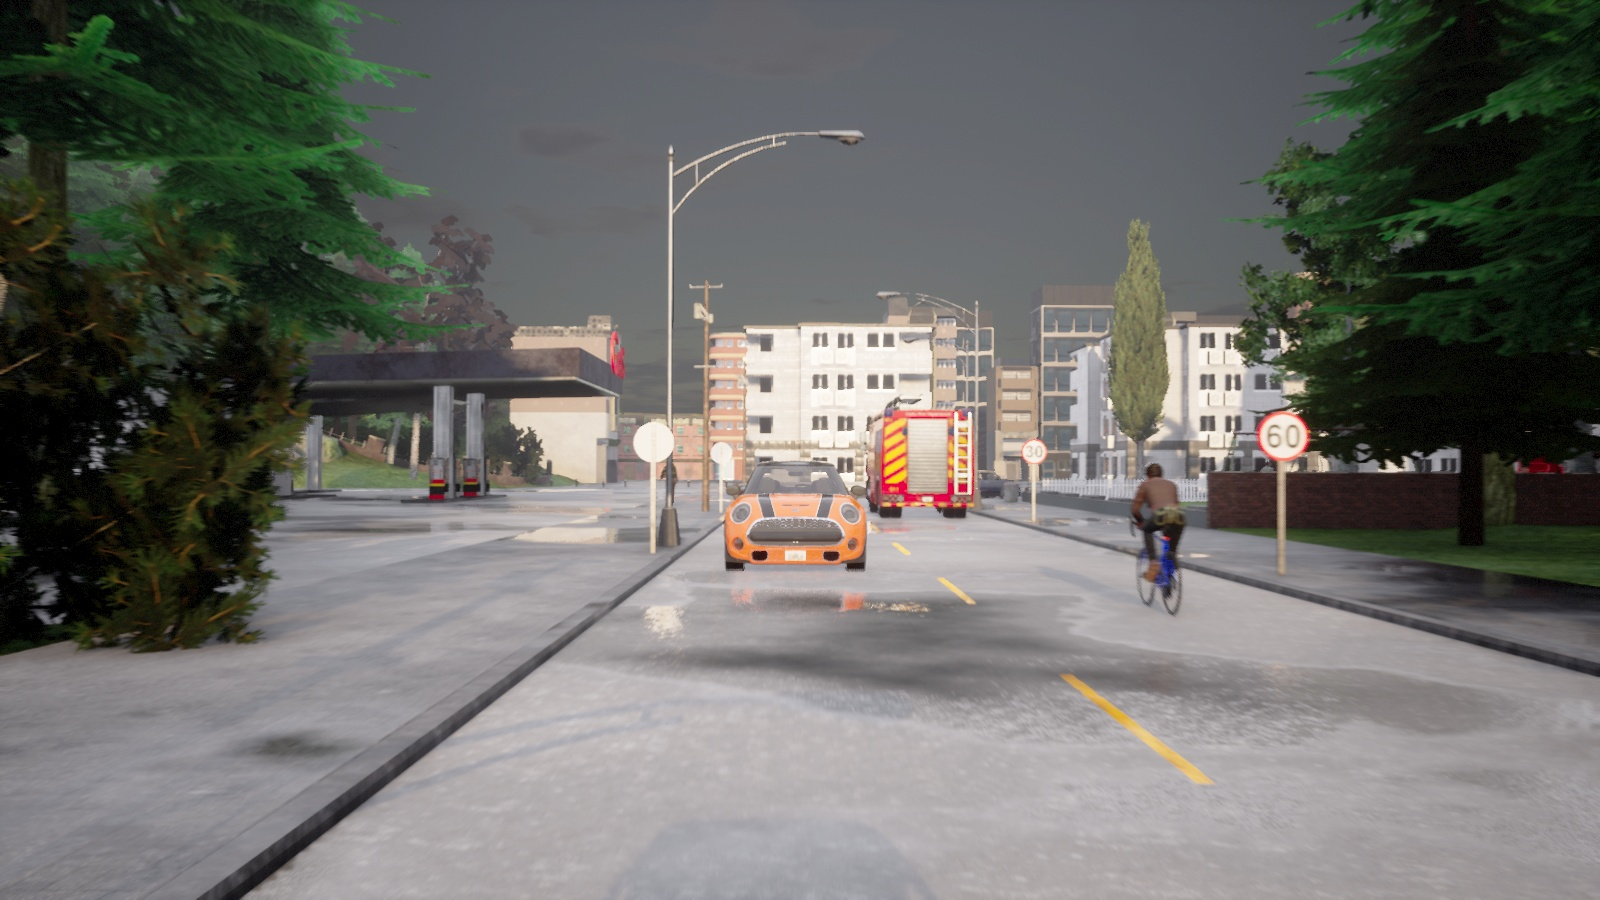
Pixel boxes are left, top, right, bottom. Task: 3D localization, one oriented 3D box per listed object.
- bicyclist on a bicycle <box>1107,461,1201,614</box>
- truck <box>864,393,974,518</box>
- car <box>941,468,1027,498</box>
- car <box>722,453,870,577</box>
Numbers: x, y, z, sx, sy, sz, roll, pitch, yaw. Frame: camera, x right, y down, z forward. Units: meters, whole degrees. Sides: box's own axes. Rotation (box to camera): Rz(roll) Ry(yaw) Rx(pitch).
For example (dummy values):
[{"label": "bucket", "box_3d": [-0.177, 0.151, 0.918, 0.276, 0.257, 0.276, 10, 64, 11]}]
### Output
[{"label": "bicyclist on a bicycle", "box_3d": [3.958, 0.947, 14.156, 0.582, 1.620, 1.656, 0, -1, 0]}, {"label": "truck", "box_3d": [3.850, 0.232, 42.703, 2.891, 3.827, 8.468, 0, -1, 0]}, {"label": "car", "box_3d": [9.204, 1.624, 62.744, 3.806, 1.475, 1.970, 0, -1, -30]}, {"label": "car", "box_3d": [-0.061, 0.952, 20.167, 2.097, 1.767, 4.553, 0, -1, 0]}]
